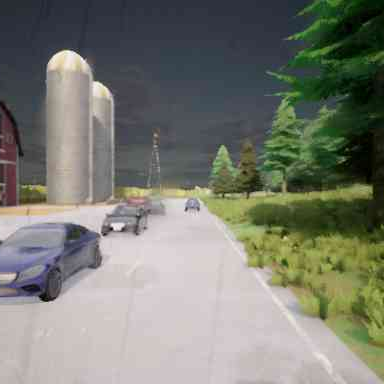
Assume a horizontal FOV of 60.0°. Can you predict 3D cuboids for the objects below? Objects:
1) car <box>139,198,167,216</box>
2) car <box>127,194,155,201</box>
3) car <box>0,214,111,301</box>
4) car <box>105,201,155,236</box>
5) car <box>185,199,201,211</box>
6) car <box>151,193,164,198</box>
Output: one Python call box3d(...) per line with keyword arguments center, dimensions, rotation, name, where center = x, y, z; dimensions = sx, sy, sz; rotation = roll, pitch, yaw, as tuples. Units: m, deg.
box3d(center=(-3.549, 1.568, 32.028), dimensions=(1.994, 1.385, 4.181), rotation=(0, 0, 0), name="car")
box3d(center=(-9.019, 1.559, 57.105), dimensions=(4.181, 1.381, 1.994), rotation=(0, 0, -1), name="car")
box3d(center=(-3.705, 1.528, 8.508), dimensions=(1.812, 1.442, 4.674), rotation=(0, 0, 2), name="car")
box3d(center=(-3.584, 1.492, 18.442), dimensions=(2.128, 1.511, 4.902), rotation=(0, 0, 0), name="car")
box3d(center=(0.078, 1.552, 40.770), dimensions=(2.033, 1.411, 5.357), rotation=(0, 0, 1), name="car")
box3d(center=(-9.481, 1.495, 90.114), dimensions=(3.988, 1.617, 1.851), rotation=(0, 0, -1), name="car")
